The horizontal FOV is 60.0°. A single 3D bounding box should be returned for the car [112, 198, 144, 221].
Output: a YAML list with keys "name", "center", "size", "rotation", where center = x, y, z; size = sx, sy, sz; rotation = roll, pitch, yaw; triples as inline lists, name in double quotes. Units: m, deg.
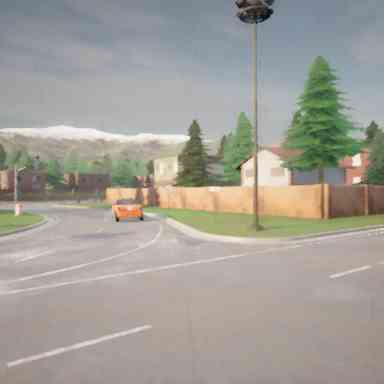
- name: "car"
  center: [-5.214, 1.274, 26.547]
  size: [2.097, 1.767, 4.553]
  rotation: [0, 0, -17]
